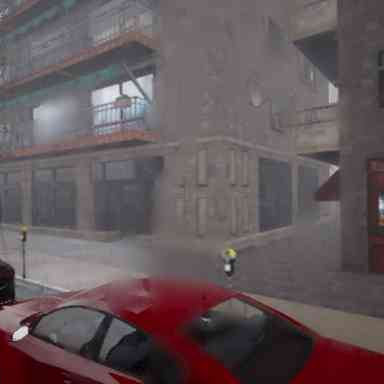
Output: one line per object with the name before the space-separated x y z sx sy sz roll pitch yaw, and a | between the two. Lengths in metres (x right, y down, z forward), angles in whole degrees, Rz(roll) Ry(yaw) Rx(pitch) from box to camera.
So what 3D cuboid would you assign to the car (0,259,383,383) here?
car | -0.549 1.549 3.277 4.507 1.381 1.887 0 -1 36
